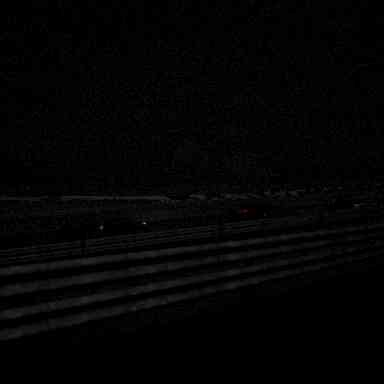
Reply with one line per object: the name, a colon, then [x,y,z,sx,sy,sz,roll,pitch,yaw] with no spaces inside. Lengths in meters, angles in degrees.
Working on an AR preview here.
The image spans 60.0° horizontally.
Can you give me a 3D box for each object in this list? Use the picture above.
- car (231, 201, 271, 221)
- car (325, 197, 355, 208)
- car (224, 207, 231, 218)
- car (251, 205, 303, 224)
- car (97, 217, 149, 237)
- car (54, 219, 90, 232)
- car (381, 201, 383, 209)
car: [7.596,2.053,37.074,5.566,2.045,2.150,-4,2,-24]
car: [20.795,1.362,46.785,4.181,1.385,1.994,-4,2,-24]
car: [6.155,2.325,40.266,4.902,1.511,2.128,-4,2,-24]
car: [9.005,2.376,33.873,4.902,1.511,2.128,-4,2,-24]
car: [-6.391,3.095,30.847,4.553,1.767,2.097,-4,2,-24]
car: [-11.063,3.405,32.599,4.674,1.442,1.812,-4,2,-24]
car: [25.468,1.285,41.203,4.181,1.385,1.994,-4,2,-24]
